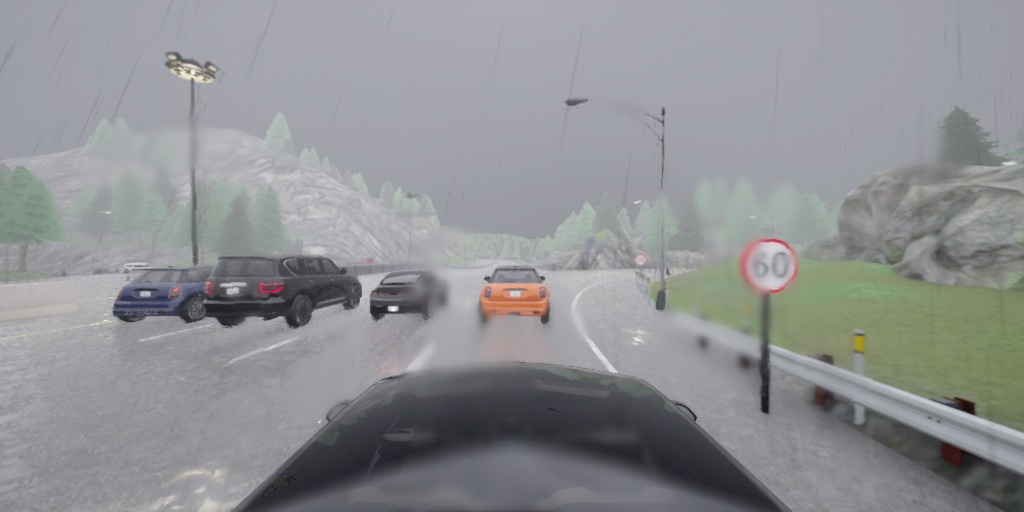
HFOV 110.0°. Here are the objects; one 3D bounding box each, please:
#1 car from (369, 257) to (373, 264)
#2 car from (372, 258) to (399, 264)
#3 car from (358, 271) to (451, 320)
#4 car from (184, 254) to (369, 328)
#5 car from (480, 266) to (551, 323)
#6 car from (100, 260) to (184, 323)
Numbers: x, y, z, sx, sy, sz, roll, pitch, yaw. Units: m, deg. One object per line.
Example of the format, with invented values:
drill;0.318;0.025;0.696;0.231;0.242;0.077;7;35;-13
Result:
car;-24.535;1.221;59.700;2.150;2.045;5.566;0;-2;1
car;-21.044;1.501;59.763;1.837;1.490;4.892;0;-1;1
car;-3.402;1.259;12.691;1.837;1.490;4.892;0;0;0
car;-6.899;0.972;11.573;2.150;2.045;5.566;0;0;0
car;0.098;1.105;12.304;2.097;1.767;4.553;0;0;0
car;-10.402;1.104;12.301;2.097;1.767;4.553;0;0;0
